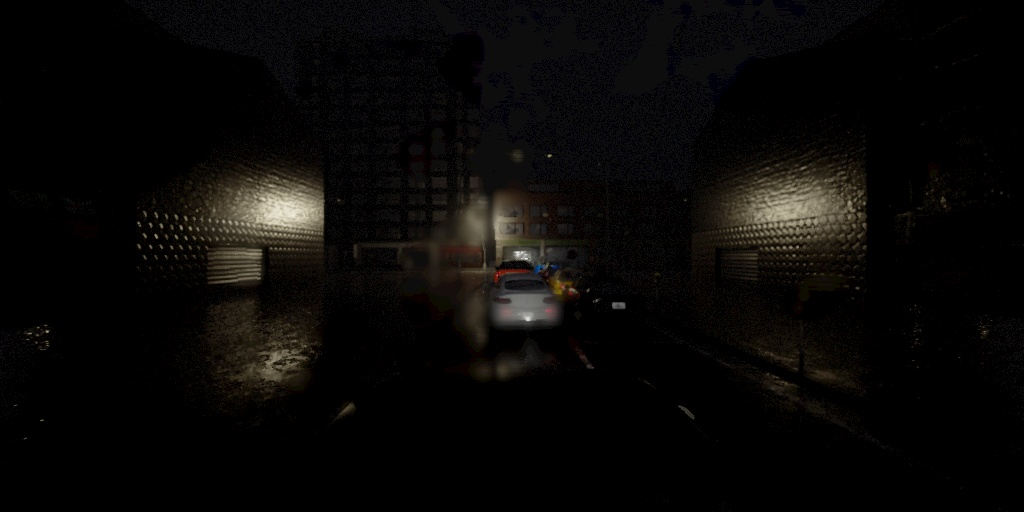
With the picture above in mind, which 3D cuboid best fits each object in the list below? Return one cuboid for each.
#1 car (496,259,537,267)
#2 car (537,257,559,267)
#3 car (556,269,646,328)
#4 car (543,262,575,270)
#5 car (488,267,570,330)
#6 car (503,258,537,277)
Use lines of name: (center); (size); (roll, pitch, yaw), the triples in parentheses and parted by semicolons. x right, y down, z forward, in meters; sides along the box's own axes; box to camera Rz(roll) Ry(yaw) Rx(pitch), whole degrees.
car: (0.096, 0.981, 20.167); (2.097, 1.767, 4.553); (0, 0, 0)
car: (2.650, 1.058, 21.913); (1.967, 1.591, 4.097); (0, 0, 0)
car: (2.643, 1.251, 10.966); (1.948, 1.339, 4.313); (0, 0, 0)
car: (2.646, 1.177, 16.609); (1.751, 1.417, 4.829); (0, 0, 0)
car: (0.267, 1.213, 10.747); (1.812, 1.442, 4.674); (0, 0, -3)
car: (0.836, 1.035, 33.165); (2.128, 1.511, 4.902); (0, 1, 14)
